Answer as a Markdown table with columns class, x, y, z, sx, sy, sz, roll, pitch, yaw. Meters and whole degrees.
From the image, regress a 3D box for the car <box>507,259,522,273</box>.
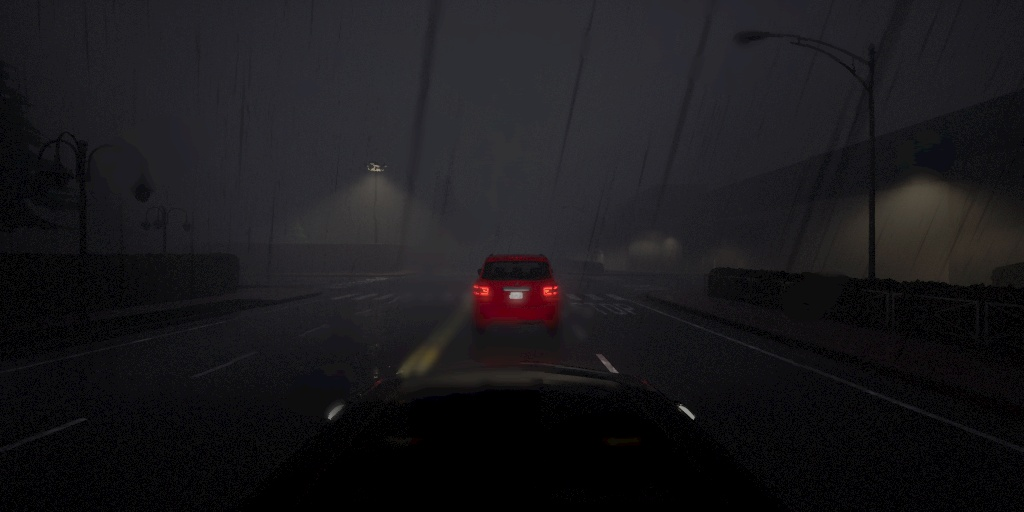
| class | x | y | z | sx | sy | sz | roll | pitch | yaw |
| --- | --- | --- | --- | --- | --- | --- | --- | --- | --- |
| car | 0.340 | 1.228 | 45.516 | 1.882 | 1.535 | 5.008 | 0 | 0 | 1 |

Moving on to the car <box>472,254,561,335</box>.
| class | x | y | z | sx | sy | sz | roll | pitch | yaw |
| --- | --- | --- | --- | --- | --- | --- | --- | --- | --- |
| car | 0.118 | 0.971 | 10.658 | 2.150 | 2.045 | 5.566 | 0 | 0 | 0 |
